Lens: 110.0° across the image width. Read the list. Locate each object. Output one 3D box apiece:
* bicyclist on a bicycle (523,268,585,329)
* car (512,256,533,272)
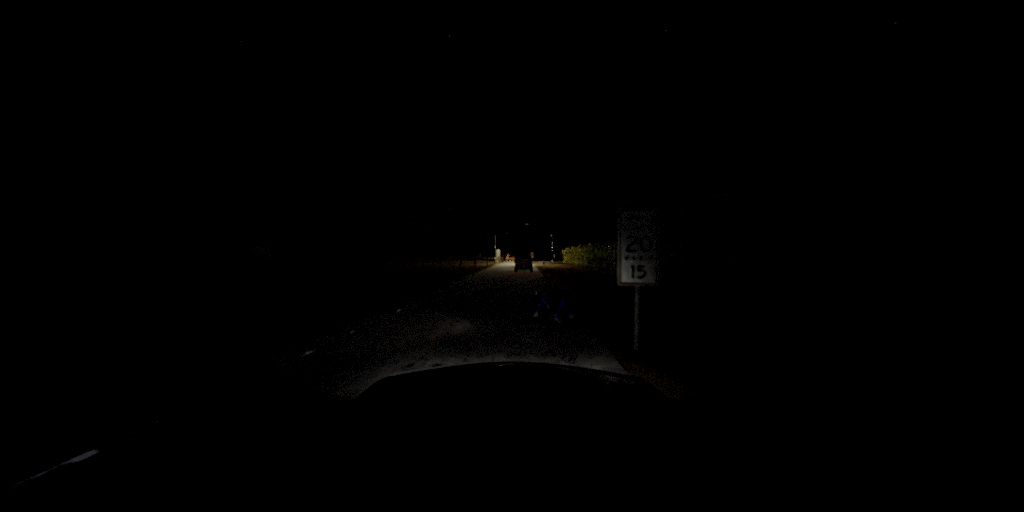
[{"bbox_3d":[1.128,1.142,9.575,1.656,1.620,0.582,1,1,2],"label":"bicyclist on a bicycle"},{"bbox_3d":[1.273,0.884,39.068,1.882,1.535,5.008,1,0,2],"label":"car"}]
